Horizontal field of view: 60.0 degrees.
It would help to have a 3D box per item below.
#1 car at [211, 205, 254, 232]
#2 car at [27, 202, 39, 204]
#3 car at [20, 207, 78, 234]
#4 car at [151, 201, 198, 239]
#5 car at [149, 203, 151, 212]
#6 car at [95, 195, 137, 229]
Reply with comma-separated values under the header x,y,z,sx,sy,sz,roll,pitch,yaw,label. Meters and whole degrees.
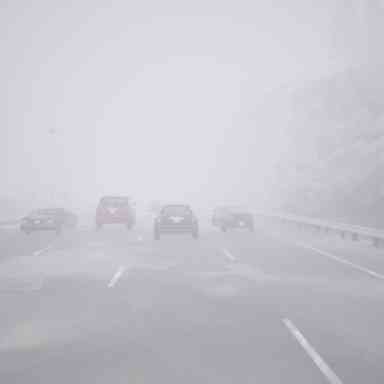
x,y,z,sx,sy,sz,roll,pitch,yaw,label
2.373,1.517,19.980,1.812,1.442,4.674,0,0,-6,car
-26.895,1.268,55.281,2.150,2.045,5.566,0,0,-18,car
-8.070,1.561,19.239,2.033,1.411,5.357,0,0,-6,car
-0.905,1.351,17.546,2.097,1.767,4.553,0,0,-5,car
-3.585,1.602,35.993,1.895,1.301,4.718,0,0,-11,car
-4.849,1.228,21.659,2.150,2.045,5.566,0,0,-7,car
